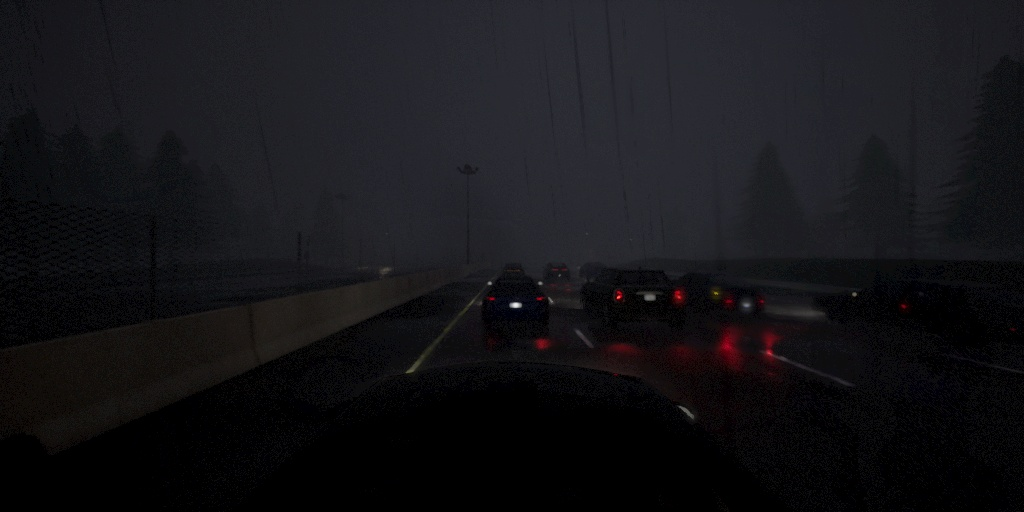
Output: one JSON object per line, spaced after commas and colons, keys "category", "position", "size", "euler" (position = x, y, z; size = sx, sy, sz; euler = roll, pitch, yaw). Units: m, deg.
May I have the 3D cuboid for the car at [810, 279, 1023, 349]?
{"category": "car", "position": [10.604, 1.304, 9.121], "size": [2.033, 1.411, 5.357], "euler": [0, 0, 0]}

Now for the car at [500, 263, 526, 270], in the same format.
{"category": "car", "position": [0.113, 1.284, 29.593], "size": [1.837, 1.490, 4.892], "euler": [0, 0, 0]}

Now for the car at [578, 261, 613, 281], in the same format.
{"category": "car", "position": [7.114, 1.257, 31.222], "size": [1.882, 1.535, 5.008], "euler": [0, 0, 0]}

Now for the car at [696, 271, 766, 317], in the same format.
{"category": "car", "position": [7.091, 1.286, 13.148], "size": [1.812, 1.442, 4.674], "euler": [0, 0, 0]}

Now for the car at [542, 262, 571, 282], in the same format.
{"category": "car", "position": [3.613, 1.270, 29.533], "size": [2.128, 1.511, 4.902], "euler": [0, 0, 0]}

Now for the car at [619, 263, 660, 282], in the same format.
{"category": "car", "position": [10.613, 1.339, 30.234], "size": [1.994, 1.385, 4.181], "euler": [0, 0, 0]}

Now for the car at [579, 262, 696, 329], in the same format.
{"category": "car", "position": [3.605, 1.111, 11.488], "size": [2.097, 1.767, 4.553], "euler": [0, 0, 0]}

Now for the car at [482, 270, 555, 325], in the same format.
{"category": "car", "position": [0.104, 1.324, 11.840], "size": [1.994, 1.385, 4.181], "euler": [0, 0, 0]}
